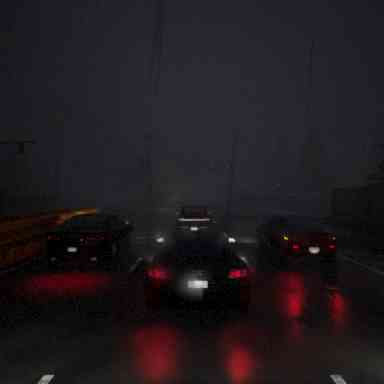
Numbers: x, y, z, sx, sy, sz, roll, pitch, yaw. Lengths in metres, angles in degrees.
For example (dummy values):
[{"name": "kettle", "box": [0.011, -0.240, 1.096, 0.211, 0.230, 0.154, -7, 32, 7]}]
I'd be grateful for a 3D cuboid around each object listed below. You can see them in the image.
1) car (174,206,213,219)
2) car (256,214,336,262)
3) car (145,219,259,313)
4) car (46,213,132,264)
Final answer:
[{"name": "car", "box": [0.099, 1.492, 17.697, 2.128, 1.511, 4.902, 0, 0, 0]}, {"name": "car", "box": [3.598, 1.526, 12.075, 1.812, 1.442, 4.674, 0, 0, 0]}, {"name": "car", "box": [0.100, 1.564, 7.748, 1.994, 1.385, 4.181, 0, 0, 0]}, {"name": "car", "box": [-3.399, 1.478, 11.907, 1.882, 1.535, 5.008, 0, 0, 0]}]
